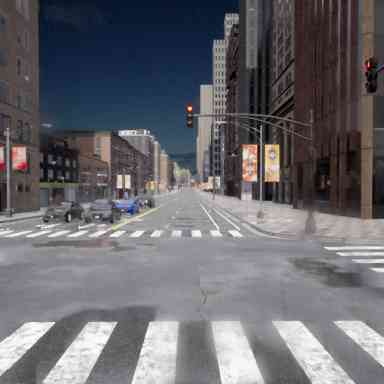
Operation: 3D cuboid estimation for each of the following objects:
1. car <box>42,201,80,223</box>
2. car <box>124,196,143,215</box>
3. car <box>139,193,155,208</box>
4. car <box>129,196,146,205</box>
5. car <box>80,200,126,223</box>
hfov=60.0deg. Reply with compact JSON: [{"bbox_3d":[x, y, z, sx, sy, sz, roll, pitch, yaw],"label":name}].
[{"bbox_3d":[-9.853,1.508,25.789,1.837,1.490,4.892,0,0,0],"label":"car"},{"bbox_3d":[-6.600,1.483,34.107,1.882,1.535,5.008,0,0,0],"label":"car"},{"bbox_3d":[-6.587,1.228,47.354,2.150,2.045,5.566,0,0,0],"label":"car"},{"bbox_3d":[-9.753,1.497,59.895,2.128,1.511,4.902,0,0,0],"label":"car"},{"bbox_3d":[-6.606,1.567,25.112,1.994,1.385,4.181,0,0,-1],"label":"car"}]
